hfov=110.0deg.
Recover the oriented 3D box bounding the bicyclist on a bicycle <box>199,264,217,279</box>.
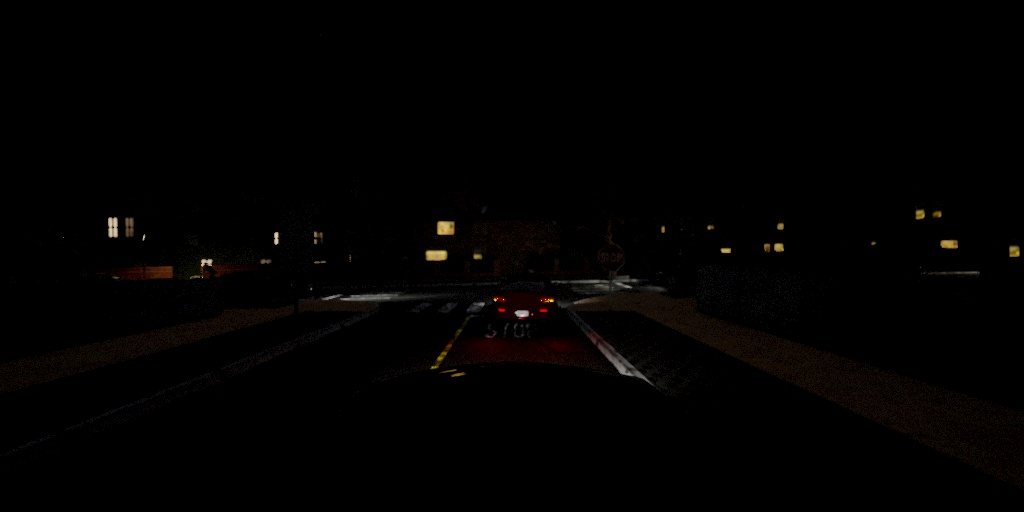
[{"bbox_3d":[-20.162,1.327,23.835,0.582,1.620,1.656,-1,1,0],"label":"bicyclist on a bicycle"}]

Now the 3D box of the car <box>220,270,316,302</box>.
[{"bbox_3d":[-12.539,1.448,17.998,4.902,1.511,2.128,-1,1,0],"label":"car"}]

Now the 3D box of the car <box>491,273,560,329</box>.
[{"bbox_3d":[0.483,1.239,11.100,1.812,1.442,4.674,0,0,6],"label":"car"}]

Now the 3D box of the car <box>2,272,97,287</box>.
[{"bbox_3d":[-24.483,1.746,17.986,4.892,1.490,1.837,-2,1,0],"label":"car"}]

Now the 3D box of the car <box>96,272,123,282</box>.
[{"bbox_3d":[-25.643,1.716,20.937,4.892,1.490,1.837,-1,1,0],"label":"car"}]

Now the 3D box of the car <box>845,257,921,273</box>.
[{"bbox_3d":[20.595,0.720,20.988,4.718,1.301,1.895,-1,1,0],"label":"car"}]

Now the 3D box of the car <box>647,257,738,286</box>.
[{"bbox_3d":[10.468,0.836,20.943,5.008,1.535,1.882,-1,1,-1],"label":"car"}]
